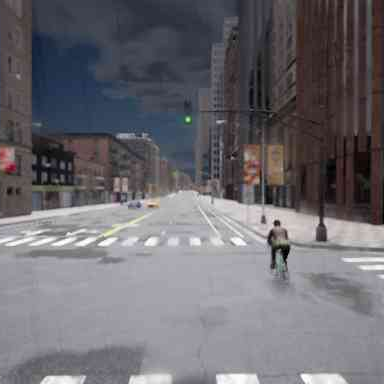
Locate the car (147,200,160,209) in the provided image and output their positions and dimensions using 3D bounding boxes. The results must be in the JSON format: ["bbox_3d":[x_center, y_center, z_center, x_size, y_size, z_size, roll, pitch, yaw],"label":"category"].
[{"bbox_3d":[-6.759,2.094,58.393,1.882,1.535,5.008,0,-1,0],"label":"car"}]

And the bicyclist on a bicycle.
[{"bbox_3d":[2.204,1.537,8.455,0.582,1.620,1.656,0,0,0],"label":"bicyclist on a bicycle"}]

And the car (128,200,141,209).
[{"bbox_3d":[-10.010,2.138,58.379,1.812,1.442,4.674,0,-1,0],"label":"car"}]
